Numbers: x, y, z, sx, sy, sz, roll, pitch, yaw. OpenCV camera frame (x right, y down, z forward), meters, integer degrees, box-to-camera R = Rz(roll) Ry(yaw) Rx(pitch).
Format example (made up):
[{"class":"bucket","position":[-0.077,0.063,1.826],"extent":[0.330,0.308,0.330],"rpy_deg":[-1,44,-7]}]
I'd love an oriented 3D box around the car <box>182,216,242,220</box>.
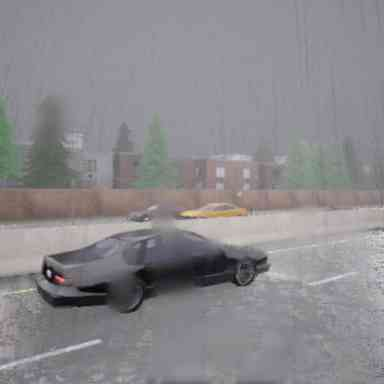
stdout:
[{"class":"car","position":[1.503,1.488,22.273],"extent":[5.008,1.535,1.882],"rpy_deg":[0,0,-36]}]

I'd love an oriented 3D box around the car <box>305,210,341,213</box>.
[{"class":"car","position":[10.340,1.610,24.287],"extent":[4.718,1.301,1.895],"rpy_deg":[0,0,-36]}]

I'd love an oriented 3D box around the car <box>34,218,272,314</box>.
[{"class":"car","position":[-0.595,1.552,7.620],"extent":[5.357,1.411,2.033],"rpy_deg":[0,0,-36]}]

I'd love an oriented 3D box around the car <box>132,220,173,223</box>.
[{"class":"car","position":[-2.323,1.538,23.841],"extent":[4.674,1.442,1.812],"rpy_deg":[0,0,-36]}]
